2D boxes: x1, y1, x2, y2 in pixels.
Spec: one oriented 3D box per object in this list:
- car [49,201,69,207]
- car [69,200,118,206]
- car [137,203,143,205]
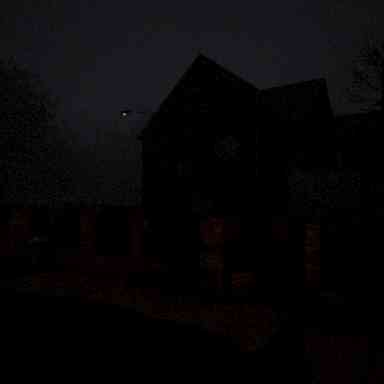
[{"bbox_3d":[-12.477,1.624,33.909,1.837,1.490,4.892,0,0,36],"label":"car"},{"bbox_3d":[-9.293,1.640,32.781,1.812,1.442,4.674,0,0,35],"label":"car"},{"bbox_3d":[-5.215,1.649,44.136,2.128,1.511,4.902,0,0,36],"label":"car"}]
